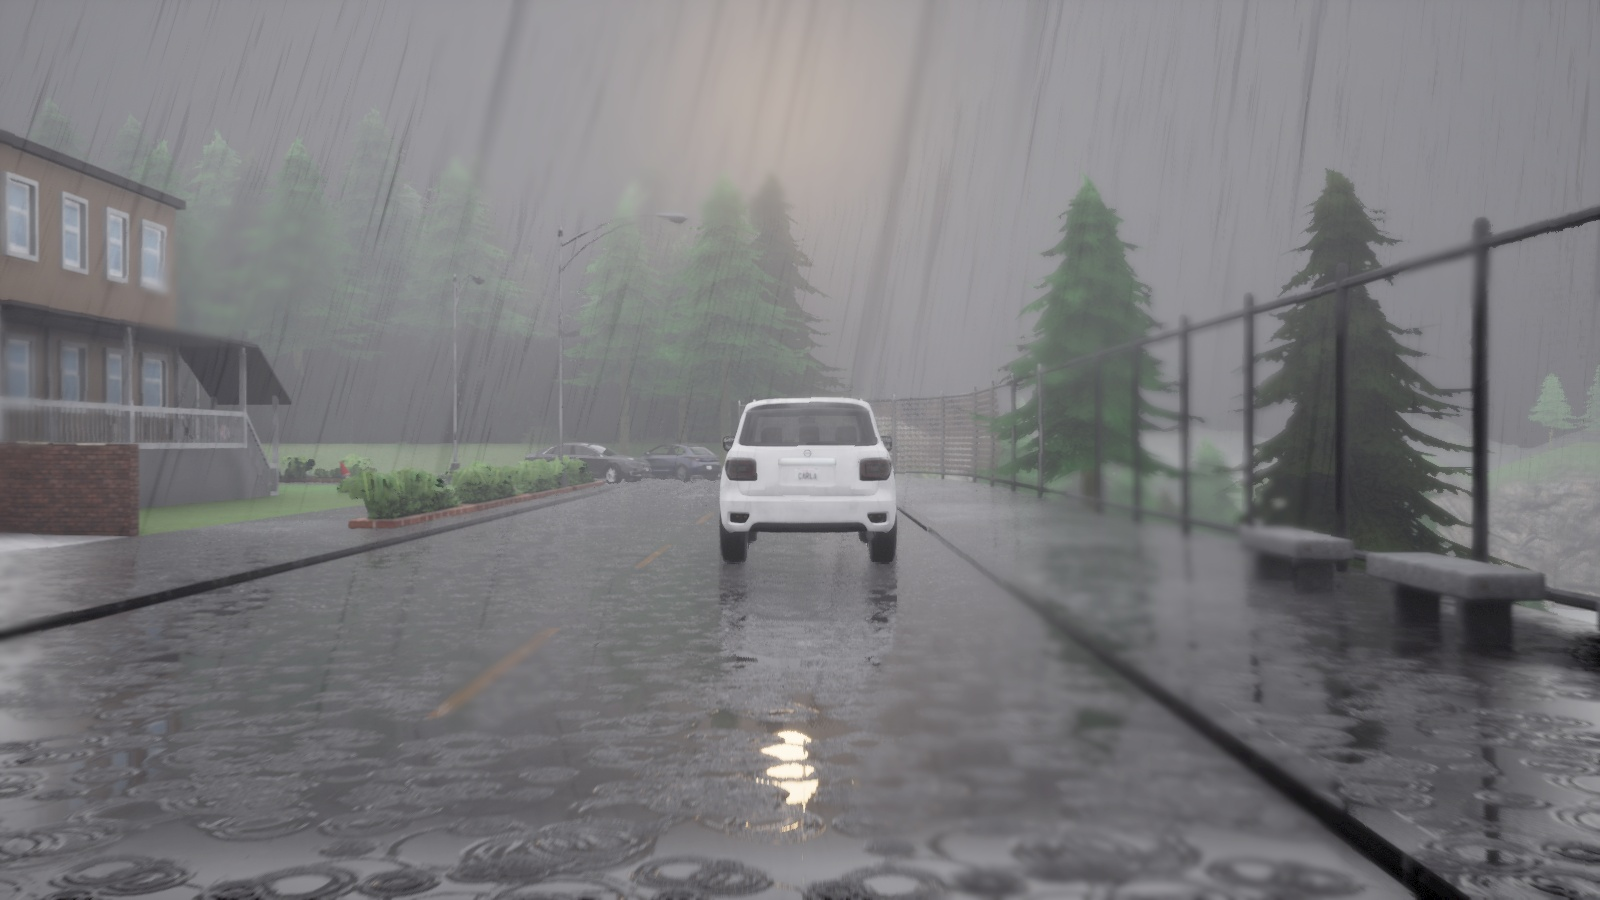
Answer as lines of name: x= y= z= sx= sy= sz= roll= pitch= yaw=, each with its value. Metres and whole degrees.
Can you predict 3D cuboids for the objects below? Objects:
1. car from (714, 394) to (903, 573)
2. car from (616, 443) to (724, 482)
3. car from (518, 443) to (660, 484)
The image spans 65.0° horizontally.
car: x=0.109 y=0.369 z=17.107 sx=2.150 sy=2.045 sz=5.566 roll=0 pitch=0 yaw=0
car: x=-5.202 y=0.476 z=49.928 sx=4.193 sy=1.474 sz=1.816 roll=0 pitch=0 yaw=38
car: x=-7.851 y=0.484 z=46.691 sx=4.892 sy=1.490 sz=1.837 roll=0 pitch=0 yaw=18
